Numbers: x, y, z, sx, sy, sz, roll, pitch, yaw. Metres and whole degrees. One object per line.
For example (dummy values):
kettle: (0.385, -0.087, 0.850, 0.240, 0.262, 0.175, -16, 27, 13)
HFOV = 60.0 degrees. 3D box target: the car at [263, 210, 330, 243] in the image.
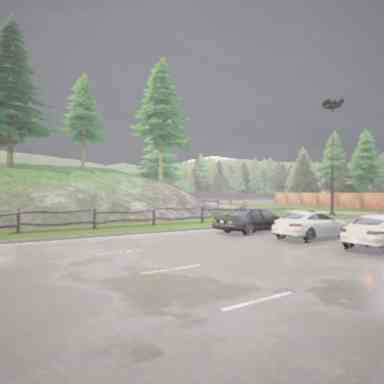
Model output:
car: (6.002, 1.659, 16.785, 4.674, 1.442, 1.812, 0, 0, -36)

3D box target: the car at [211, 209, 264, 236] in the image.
car: (3.646, 1.677, 19.406, 5.357, 1.411, 2.033, 1, 0, -36)

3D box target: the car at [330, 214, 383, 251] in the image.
car: (8.046, 1.659, 13.944, 4.674, 1.442, 1.812, 0, 0, -36)
